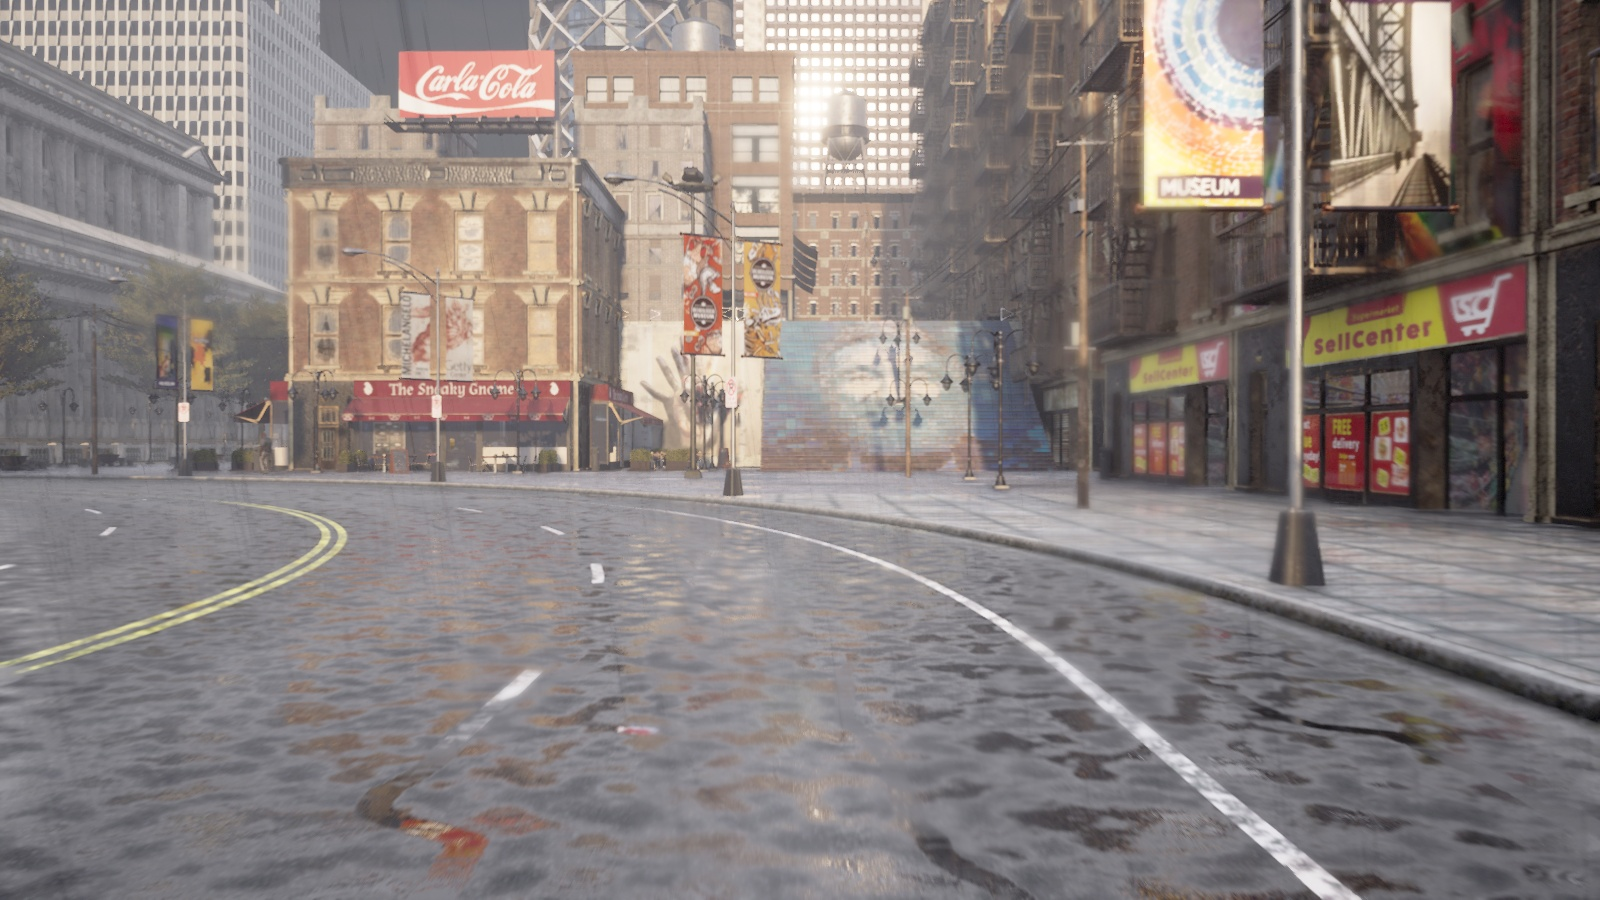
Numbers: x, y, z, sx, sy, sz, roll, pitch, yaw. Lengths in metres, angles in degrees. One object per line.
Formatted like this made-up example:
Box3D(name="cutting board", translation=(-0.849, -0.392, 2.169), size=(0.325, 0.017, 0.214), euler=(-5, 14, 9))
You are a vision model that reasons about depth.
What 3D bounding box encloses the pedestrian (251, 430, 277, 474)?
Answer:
Box3D(name="pedestrian", translation=(-22.772, 0.084, 53.317), size=(0.849, 1.883, 0.563), euler=(0, 0, 17))
